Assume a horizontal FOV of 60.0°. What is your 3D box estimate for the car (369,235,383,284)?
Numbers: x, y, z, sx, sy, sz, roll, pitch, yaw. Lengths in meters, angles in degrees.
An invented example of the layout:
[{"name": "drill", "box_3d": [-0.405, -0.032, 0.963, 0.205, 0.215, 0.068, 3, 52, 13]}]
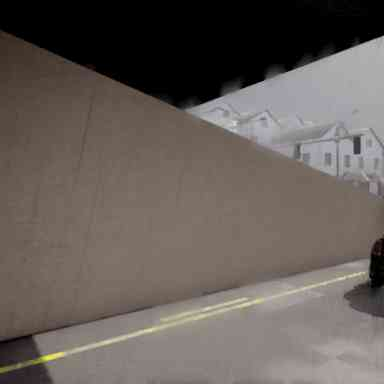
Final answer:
[{"name": "car", "box_3d": [6.500, 1.368, 8.388, 4.553, 1.767, 2.097, 0, 0, -35]}]
